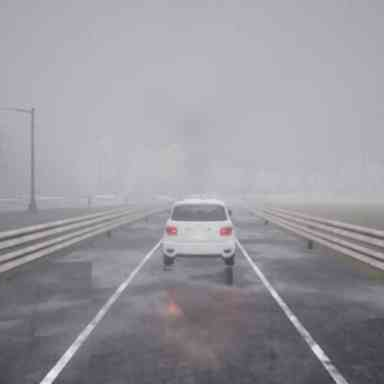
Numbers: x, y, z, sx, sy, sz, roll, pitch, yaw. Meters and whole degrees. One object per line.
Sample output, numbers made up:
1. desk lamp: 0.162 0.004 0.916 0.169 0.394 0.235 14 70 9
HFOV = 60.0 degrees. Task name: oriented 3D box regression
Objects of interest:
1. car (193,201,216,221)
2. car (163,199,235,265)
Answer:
1. car: 1.141 1.597 28.812 1.812 1.442 4.674 0 0 4
2. car: 0.288 1.253 11.917 2.150 2.045 5.566 0 0 2
